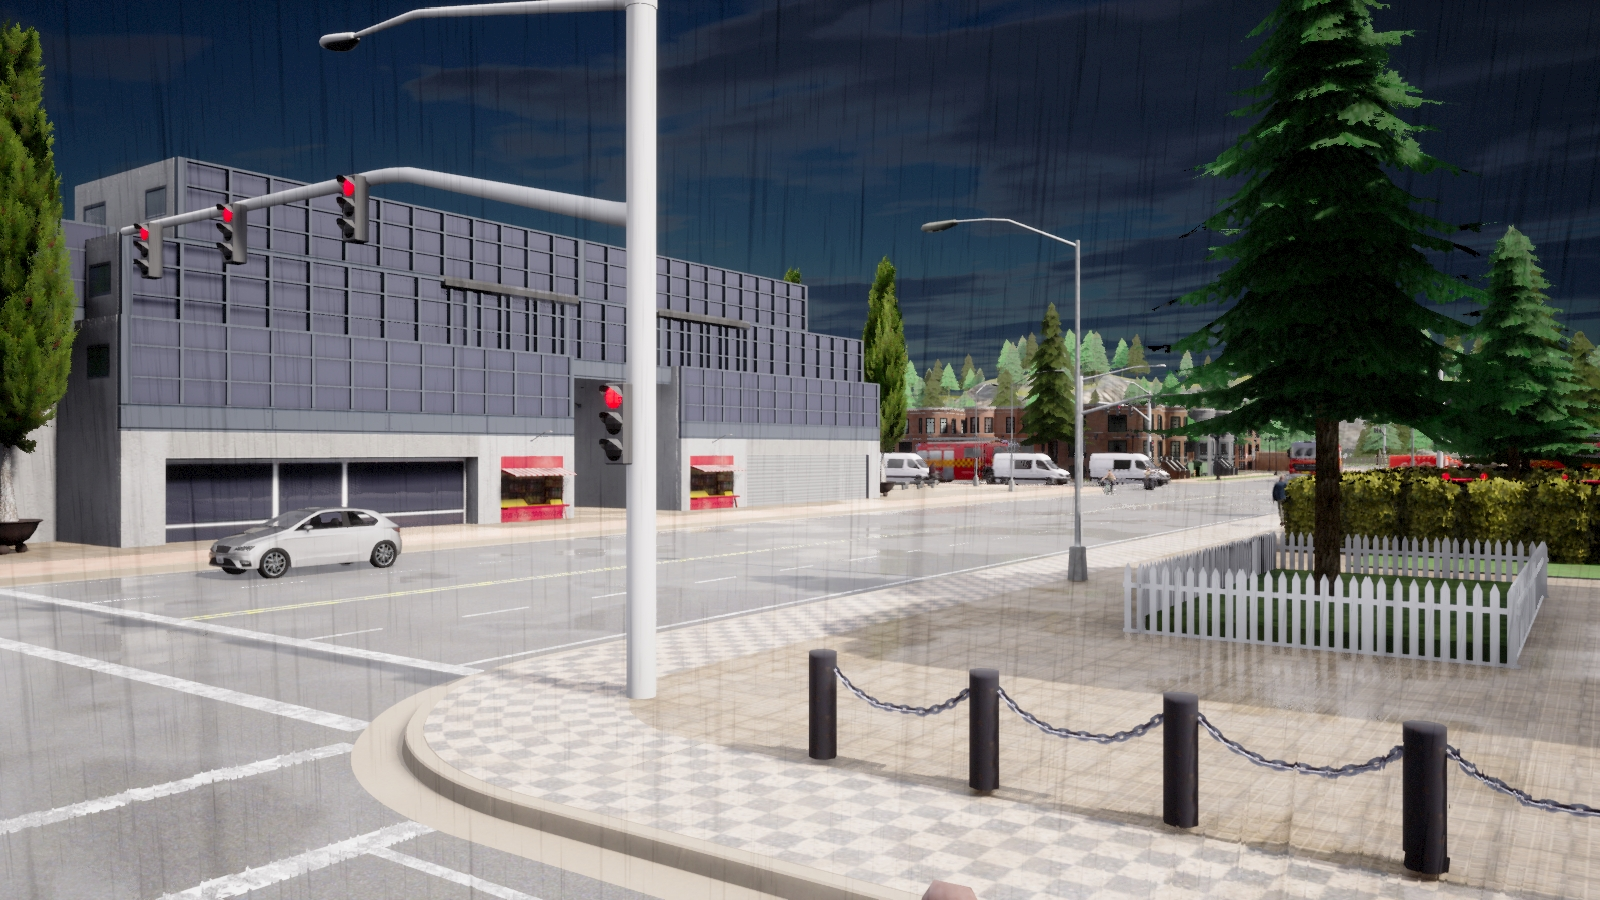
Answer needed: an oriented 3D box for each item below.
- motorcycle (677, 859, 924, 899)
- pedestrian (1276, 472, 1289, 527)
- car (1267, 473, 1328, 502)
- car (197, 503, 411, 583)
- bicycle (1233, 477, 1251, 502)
[{"bbox_3d":[0.509,2.205,3.428,2.209,1.251,0.867,0,0,35],"label":"motorcycle"},{"bbox_3d":[16.611,1.695,39.332,0.375,1.860,0.375,0,0,28],"label":"pedestrian"},{"bbox_3d":[27.765,2.063,63.661,2.163,1.488,4.792,0,0,35],"label":"car"},{"bbox_3d":[-11.323,2.066,26.349,1.816,1.474,4.193,0,0,35],"label":"car"},{"bbox_3d":[24.334,2.158,62.852,0.859,1.276,1.487,0,0,23],"label":"bicycle"}]
